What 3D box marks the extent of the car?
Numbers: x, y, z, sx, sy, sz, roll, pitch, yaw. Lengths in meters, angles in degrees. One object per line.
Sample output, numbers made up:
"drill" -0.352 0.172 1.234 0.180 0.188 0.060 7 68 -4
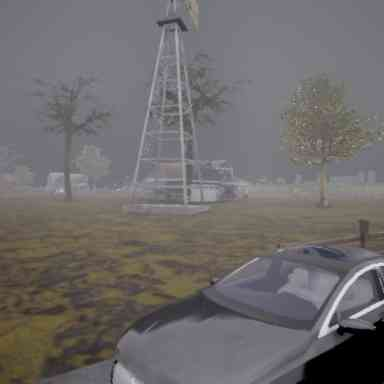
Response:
"car" 1.447 1.491 4.065 4.902 1.511 2.128 0 0 -37
